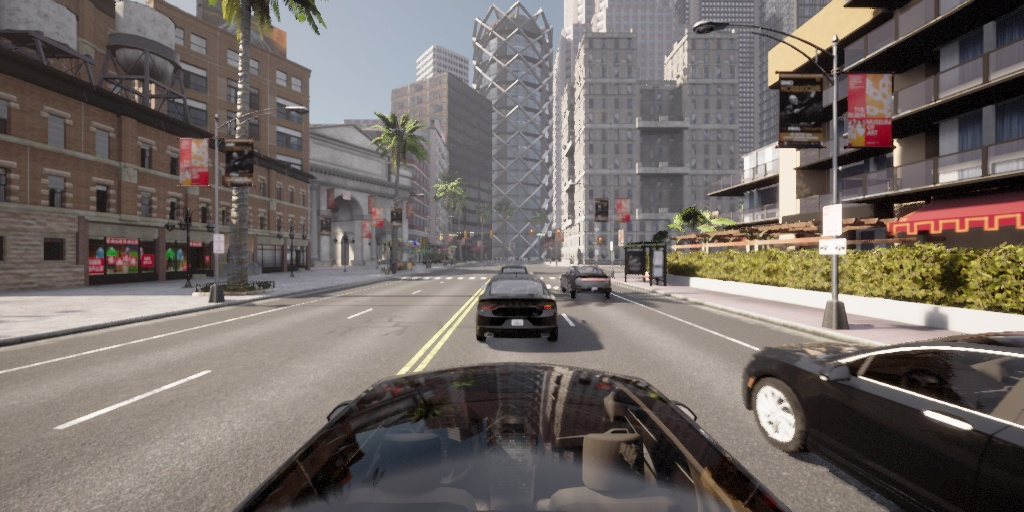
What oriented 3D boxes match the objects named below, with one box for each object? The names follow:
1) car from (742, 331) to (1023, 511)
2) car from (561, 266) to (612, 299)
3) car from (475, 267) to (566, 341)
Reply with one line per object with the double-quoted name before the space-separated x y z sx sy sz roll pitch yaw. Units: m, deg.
"car" 3.639 1.257 2.247 1.837 1.490 4.892 0 1 -1
"car" 3.605 1.238 18.091 2.128 1.511 4.902 0 0 0
"car" 0.110 1.226 9.884 1.882 1.535 5.008 0 0 0
